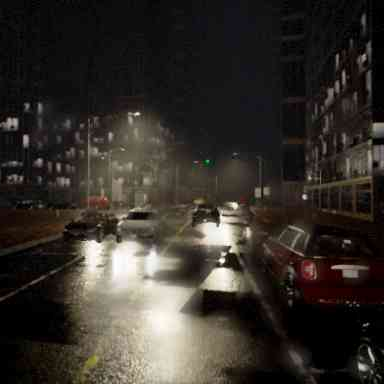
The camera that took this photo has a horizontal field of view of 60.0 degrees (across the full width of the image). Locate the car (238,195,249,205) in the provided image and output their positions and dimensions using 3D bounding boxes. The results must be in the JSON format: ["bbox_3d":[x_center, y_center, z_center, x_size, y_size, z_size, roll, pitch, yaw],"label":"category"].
[{"bbox_3d":[10.357,1.585,66.496,2.192,1.841,5.009,1,0,13],"label":"car"}]

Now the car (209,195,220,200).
[{"bbox_3d":[5.492,1.695,80.201,2.192,1.841,5.009,1,0,14],"label":"car"}]

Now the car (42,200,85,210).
[{"bbox_3d":[-16.775,1.731,43.453,4.313,1.339,1.947,0,-1,14],"label":"car"}]

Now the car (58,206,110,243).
[{"bbox_3d":[-4.809,1.598,16.351,2.008,1.369,4.403,1,0,3],"label":"car"}]

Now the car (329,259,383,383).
[{"bbox_3d":[2.733,1.574,2.085,1.947,1.339,4.313,1,0,1],"label":"car"}]

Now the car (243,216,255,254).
[{"bbox_3d":[3.066,1.584,13.411,1.887,1.381,4.507,1,0,3],"label":"car"}]

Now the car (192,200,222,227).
[{"bbox_3d":[1.058,1.581,23.651,1.837,1.490,4.892,0,0,5],"label":"car"}]

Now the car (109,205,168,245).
[{"bbox_3d":[-2.279,1.573,16.076,1.812,1.442,4.674,0,0,3],"label":"car"}]

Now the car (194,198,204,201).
[{"bbox_3d":[1.430,1.801,63.978,1.752,1.417,4.829,1,0,12],"label":"car"}]

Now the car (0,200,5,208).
[{"bbox_3d":[-31.412,1.950,55.094,4.829,1.417,1.752,0,-1,14],"label":"car"}]

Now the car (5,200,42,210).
[{"bbox_3d":[-22.211,1.745,44.766,4.403,1.369,2.008,0,-1,14],"label":"car"}]

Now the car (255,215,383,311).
[{"bbox_3d":[2.851,1.464,7.772,1.967,1.590,4.097,1,0,2],"label":"car"}]

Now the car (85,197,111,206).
[{"bbox_3d":[-14.932,1.649,51.118,5.009,1.841,2.192,0,-1,14],"label":"car"}]

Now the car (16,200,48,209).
[{"bbox_3d":[-25.808,1.944,53.741,4.403,1.369,2.008,0,-1,14],"label":"car"}]
